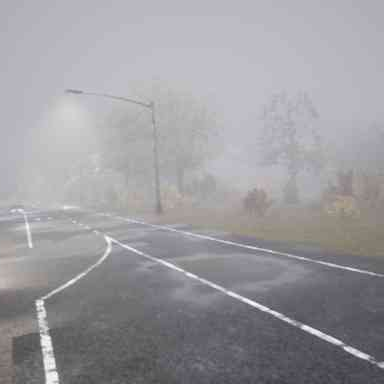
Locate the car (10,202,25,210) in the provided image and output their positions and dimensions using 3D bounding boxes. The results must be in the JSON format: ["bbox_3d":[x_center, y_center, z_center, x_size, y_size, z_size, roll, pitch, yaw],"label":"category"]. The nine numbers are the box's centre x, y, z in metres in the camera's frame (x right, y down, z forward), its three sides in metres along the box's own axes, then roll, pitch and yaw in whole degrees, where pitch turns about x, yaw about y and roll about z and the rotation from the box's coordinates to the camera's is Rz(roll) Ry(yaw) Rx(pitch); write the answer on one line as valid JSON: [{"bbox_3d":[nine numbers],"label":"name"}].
[{"bbox_3d":[-32.290,2.518,61.629,1.994,1.385,4.181,-4,1,-21],"label":"car"}]
